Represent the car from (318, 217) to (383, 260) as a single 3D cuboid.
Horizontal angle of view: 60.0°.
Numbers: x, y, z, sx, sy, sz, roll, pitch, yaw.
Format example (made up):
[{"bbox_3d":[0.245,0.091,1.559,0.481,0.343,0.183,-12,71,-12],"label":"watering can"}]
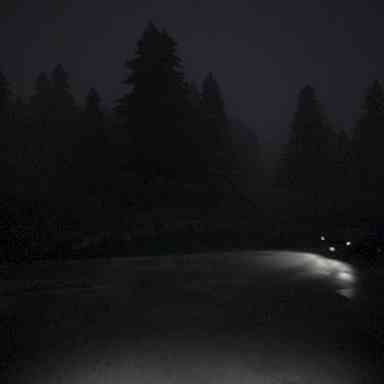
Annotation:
[{"bbox_3d":[7.605,1.656,12.676,5.357,1.411,2.033,0,0,-15],"label":"car"}]
